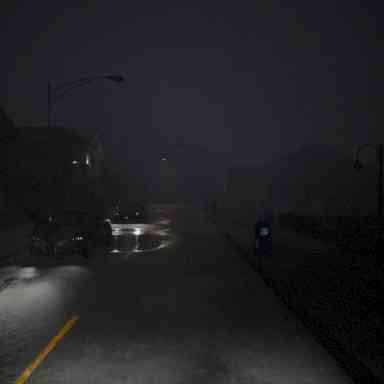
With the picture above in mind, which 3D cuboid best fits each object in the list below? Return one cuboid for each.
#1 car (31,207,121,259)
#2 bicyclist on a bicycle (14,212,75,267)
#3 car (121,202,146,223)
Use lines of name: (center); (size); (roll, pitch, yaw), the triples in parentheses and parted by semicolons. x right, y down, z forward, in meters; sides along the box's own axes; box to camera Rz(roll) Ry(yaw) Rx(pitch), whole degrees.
car: (-4.362, 1.491, 12.723); (2.128, 1.511, 4.902); (0, 0, -1)
bicyclist on a bicycle: (-4.334, 1.346, 9.681); (1.656, 1.620, 0.582); (-10, 18, -25)
car: (-4.645, 1.525, 25.574); (1.812, 1.442, 4.674); (0, 0, -1)
